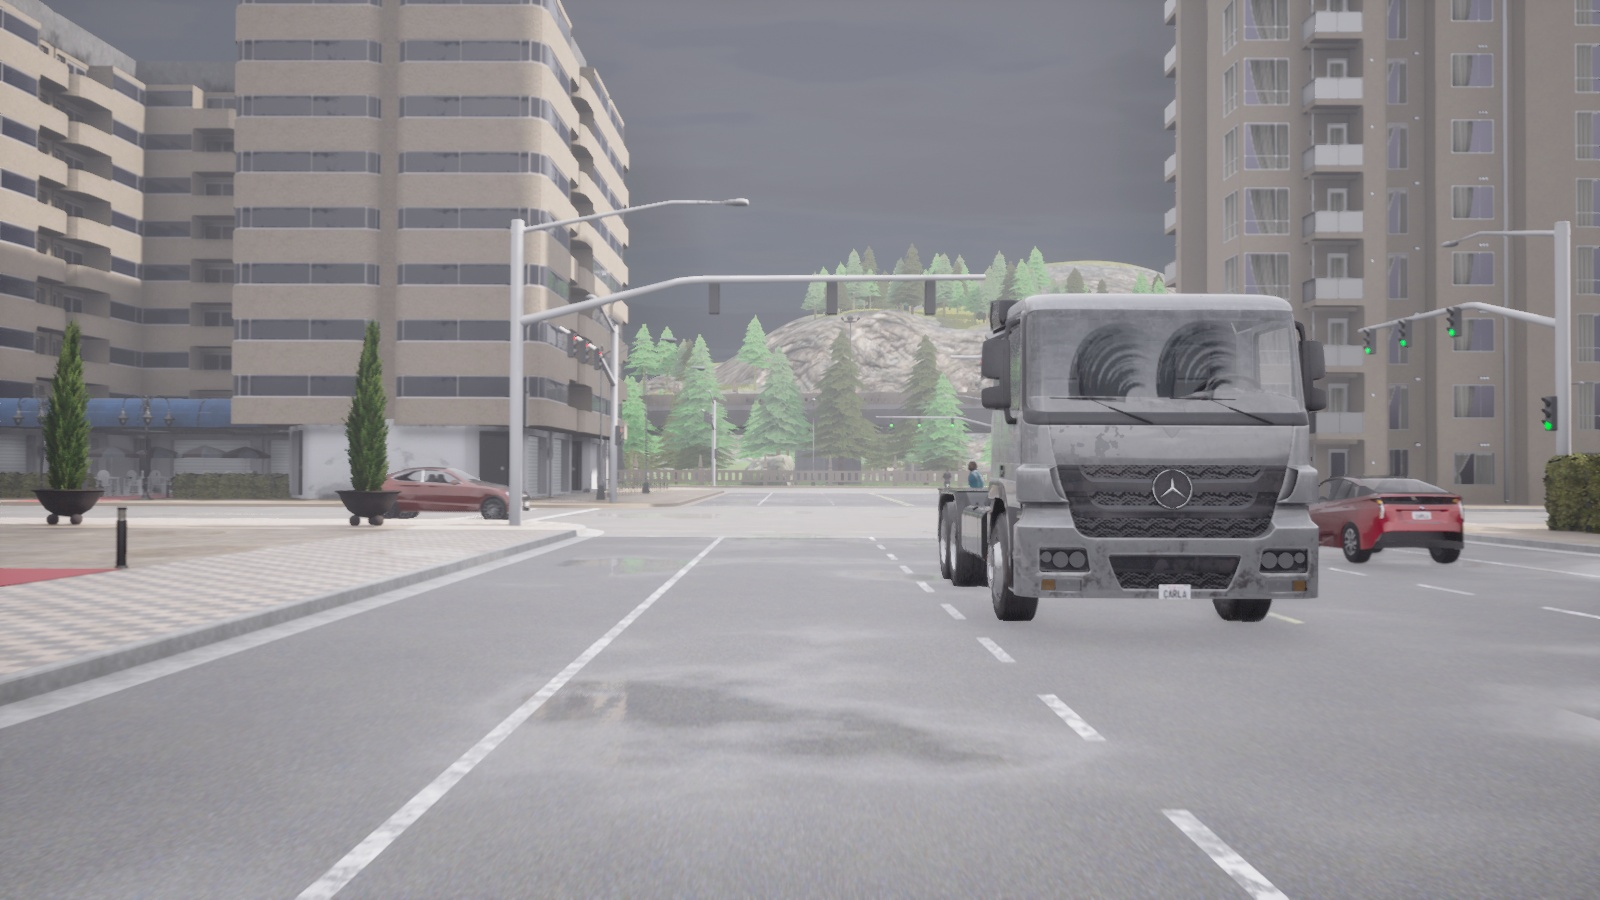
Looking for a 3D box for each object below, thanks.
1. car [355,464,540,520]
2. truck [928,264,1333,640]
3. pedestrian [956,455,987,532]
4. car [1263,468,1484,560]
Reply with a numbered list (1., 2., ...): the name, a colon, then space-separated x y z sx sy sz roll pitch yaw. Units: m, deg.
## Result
1. car: -10.695 1.278 38.335 5.027 1.651 2.152 0 -1 2
2. truck: 3.460 0.080 15.583 2.891 3.462 7.936 0 -1 0
3. pedestrian: 4.363 1.106 31.971 0.692 1.930 0.396 0 -1 -12
4. car: 10.445 1.110 23.307 2.007 1.525 4.514 0 -1 0
